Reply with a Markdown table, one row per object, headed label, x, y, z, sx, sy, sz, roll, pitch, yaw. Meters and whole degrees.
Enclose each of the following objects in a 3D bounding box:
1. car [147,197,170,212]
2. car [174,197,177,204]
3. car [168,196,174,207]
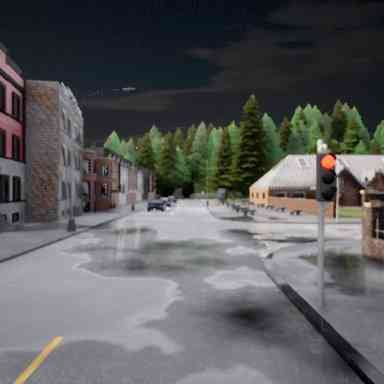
| label | x | y | z | sx | sy | sz | roll | pitch | yaw |
| --- | --- | --- | --- | --- | --- | --- | --- | --- | --- |
| car | -4.130 | 1.543 | 39.435 | 2.033 | 1.411 | 5.357 | 0 | 0 | 0 |
| car | -4.063 | 1.519 | 65.083 | 1.812 | 1.442 | 4.674 | 0 | 0 | 1 |
| car | -4.138 | 1.521 | 49.750 | 1.812 | 1.442 | 4.674 | 0 | 0 | 0 |
